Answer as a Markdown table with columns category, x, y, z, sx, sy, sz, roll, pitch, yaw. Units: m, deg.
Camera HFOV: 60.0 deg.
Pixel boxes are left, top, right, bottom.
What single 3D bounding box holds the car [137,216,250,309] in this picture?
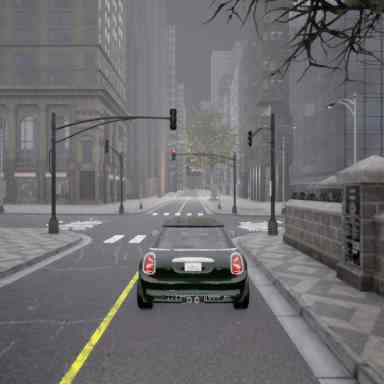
| category | x | y | z | sx | sy | sz | roll | pitch | yaw |
| --- | --- | --- | --- | --- | --- | --- | --- | --- | --- |
| car | 0.034 | 1.352 | 8.041 | 2.097 | 1.767 | 4.553 | 0 | 0 | 0 |
